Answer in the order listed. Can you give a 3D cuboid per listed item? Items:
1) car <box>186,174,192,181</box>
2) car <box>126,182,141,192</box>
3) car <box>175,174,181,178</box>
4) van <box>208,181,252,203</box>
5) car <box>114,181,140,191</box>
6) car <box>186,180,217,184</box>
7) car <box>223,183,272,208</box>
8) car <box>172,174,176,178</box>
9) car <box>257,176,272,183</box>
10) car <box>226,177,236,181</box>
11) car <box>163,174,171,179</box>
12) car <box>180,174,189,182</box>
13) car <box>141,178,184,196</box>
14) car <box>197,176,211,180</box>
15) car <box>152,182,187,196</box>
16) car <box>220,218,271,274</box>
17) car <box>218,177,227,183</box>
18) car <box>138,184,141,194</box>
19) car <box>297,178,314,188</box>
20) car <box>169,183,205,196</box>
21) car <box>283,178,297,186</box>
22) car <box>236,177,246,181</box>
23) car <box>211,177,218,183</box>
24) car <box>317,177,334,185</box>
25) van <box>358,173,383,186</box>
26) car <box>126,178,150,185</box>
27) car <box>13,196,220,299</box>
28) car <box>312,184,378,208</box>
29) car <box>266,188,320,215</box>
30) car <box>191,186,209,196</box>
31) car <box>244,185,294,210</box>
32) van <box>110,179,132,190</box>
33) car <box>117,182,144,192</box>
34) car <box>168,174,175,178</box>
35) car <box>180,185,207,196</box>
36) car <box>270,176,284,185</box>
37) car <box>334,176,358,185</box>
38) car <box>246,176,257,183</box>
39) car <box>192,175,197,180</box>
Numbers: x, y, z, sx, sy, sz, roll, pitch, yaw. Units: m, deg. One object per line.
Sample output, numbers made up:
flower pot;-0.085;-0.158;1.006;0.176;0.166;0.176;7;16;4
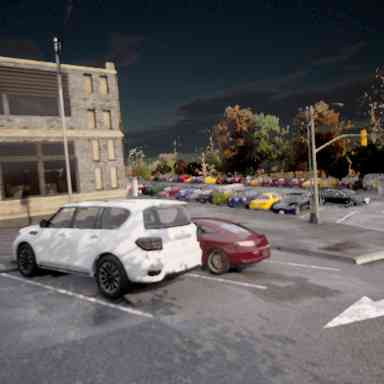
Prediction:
car;1.749;-2.967;79.978;4.892;1.521;2.231;-7;6;-45
car;-8.557;-0.667;59.496;2.097;1.535;5.008;1;7;44
car;-0.735;-3.505;85.368;5.566;2.045;2.435;-7;6;-44
van;4.155;0.256;35.536;1.878;1.987;4.442;0;6;41
car;-13.790;-1.223;70.376;2.097;1.535;5.008;0;7;45
car;1.156;-0.608;50.823;2.033;1.411;5.357;-6;5;-27
car;5.554;0.492;32.805;2.185;1.767;4.553;0;6;40
car;-1.995;-3.364;88.045;4.792;1.488;2.163;-7;6;-44
car;13.560;-1.876;56.085;2.185;1.767;4.553;1;6;42
car;9.502;-2.144;63.995;2.097;1.535;5.008;1;6;43
car;-4.583;-3.670;93.341;5.366;1.575;1.946;-7;6;-44
car;0.375;-3.096;82.536;5.366;1.575;1.946;-7;6;-44
car;-4.489;-0.518;51.414;2.435;2.045;5.566;0;7;43
car;4.277;-2.687;74.617;2.097;1.535;5.008;1;6;45
car;-3.087;-0.095;48.735;2.002;1.452;4.674;1;7;42
car;0.116;1.511;10.386;4.674;1.452;2.002;-1;0;35
car;8.164;-2.245;66.616;2.163;1.488;4.792;2;6;44
car;-5.867;-0.396;54.097;2.097;1.535;5.008;0;7;43
car;17.692;-1.364;48.166;1.946;1.575;5.366;1;6;41
car;-0.264;0.162;43.404;2.002;1.452;4.674;0;6;42
car;16.387;-1.461;50.904;2.002;1.452;4.674;1;5;42
car;10.872;-2.140;61.372;2.185;1.767;4.553;2;6;43
car;6.889;-2.386;69.322;2.163;1.488;4.792;1;6;44
car;19.368;-1.275;45.860;1.946;1.575;5.366;1;5;41
van;22.082;-1.231;40.467;1.878;1.987;4.442;1;6;40
car;-11.188;-1.069;64.927;2.185;1.767;4.553;1;7;44
car;-2.380;1.228;8.661;5.566;2.045;2.435;-1;0;35
car;13.134;0.447;29.323;2.128;1.511;4.902;-6;5;-30
car;8.427;0.900;27.563;2.163;1.488;4.792;0;7;40
car;2.623;0.373;38.099;2.231;1.521;4.892;0;6;41
car;7.204;0.708;30.362;1.946;1.575;5.366;0;6;40
van;-16.250;-1.747;75.906;4.442;1.987;1.878;-9;7;-44
car;-12.487;-1.082;67.657;2.231;1.521;4.892;1;7;45
car;-3.195;-3.513;90.795;4.792;1.488;2.163;-7;6;-44
car;1.183;0.286;40.751;2.002;1.452;4.674;1;7;41
car;14.979;-1.586;53.506;2.002;1.452;4.674;1;5;42
car;20.670;-1.257;43.109;2.185;1.767;4.553;1;5;41
car;12.337;-1.901;58.872;1.946;1.575;5.366;1;6;43
car;2.985;-2.950;77.266;2.185;1.767;4.553;1;6;45
